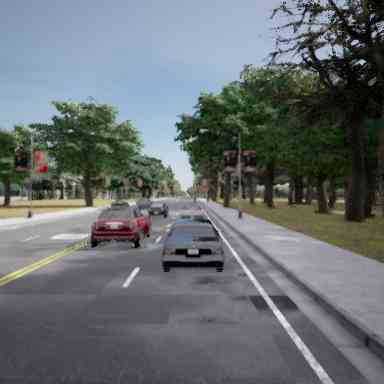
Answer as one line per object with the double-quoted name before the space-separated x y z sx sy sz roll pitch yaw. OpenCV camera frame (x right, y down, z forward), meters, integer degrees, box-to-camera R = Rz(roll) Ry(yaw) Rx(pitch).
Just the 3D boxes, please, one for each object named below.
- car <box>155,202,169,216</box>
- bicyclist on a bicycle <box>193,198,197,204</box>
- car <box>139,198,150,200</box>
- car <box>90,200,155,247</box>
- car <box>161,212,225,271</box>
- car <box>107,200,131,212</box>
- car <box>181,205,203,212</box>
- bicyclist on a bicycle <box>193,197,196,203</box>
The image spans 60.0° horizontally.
"car" -3.217 1.722 32.275 1.812 1.442 4.674 0 0 0
"bicyclist on a bicycle" 0.758 1.968 79.502 0.582 1.620 1.656 0 -1 0
"car" -6.665 1.637 46.383 2.097 1.767 4.553 0 0 0
"car" -3.193 1.450 15.772 2.097 1.767 4.553 0 0 0
"car" 0.047 1.616 11.169 2.033 1.411 5.357 0 0 0
"car" -9.921 1.827 45.550 2.033 1.411 5.357 0 0 0
"car" 0.026 1.782 29.606 1.895 1.301 4.718 0 0 0
"bicyclist on a bicycle" 0.738 2.016 88.503 0.866 1.612 1.509 0 0 0
